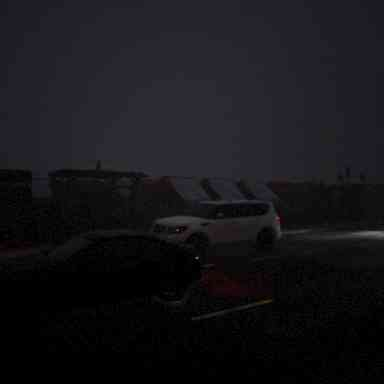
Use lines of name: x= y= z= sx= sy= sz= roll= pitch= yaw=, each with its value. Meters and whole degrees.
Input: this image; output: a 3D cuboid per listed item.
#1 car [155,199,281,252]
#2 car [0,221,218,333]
car: x=1.061 y=1.314 z=13.088 sx=5.566 sy=2.045 sz=2.150 roll=1 pitch=0 yaw=-34
car: x=-1.927 y=1.546 z=6.883 sx=4.674 sy=1.442 sz=1.812 roll=1 pitch=0 yaw=-34
